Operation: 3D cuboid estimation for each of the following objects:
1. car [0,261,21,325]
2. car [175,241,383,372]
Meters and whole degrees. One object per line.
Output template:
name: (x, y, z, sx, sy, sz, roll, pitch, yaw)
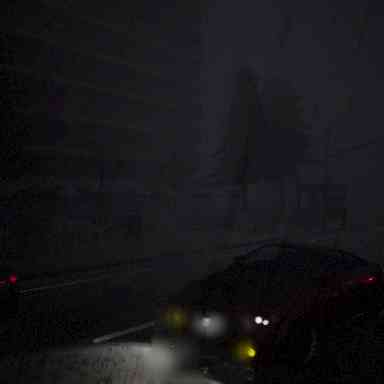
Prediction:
car: (-4.929, 1.580, 4.992, 4.181, 1.385, 1.994, 0, 0, -36)
car: (1.750, 1.609, 5.779, 4.181, 1.385, 1.994, 1, 0, -40)
